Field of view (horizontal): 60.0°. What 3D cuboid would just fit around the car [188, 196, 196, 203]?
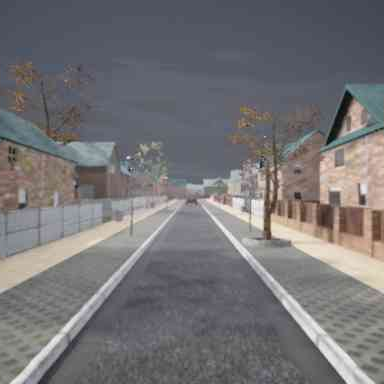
[{"bbox_3d":[-0.034,1.647,74.587,1.837,1.490,4.892,0,0,0],"label":"car"}]

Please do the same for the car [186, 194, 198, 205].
[{"bbox_3d":[-0.029,1.470,64.231,2.150,2.045,5.566,0,0,0],"label":"car"}]
